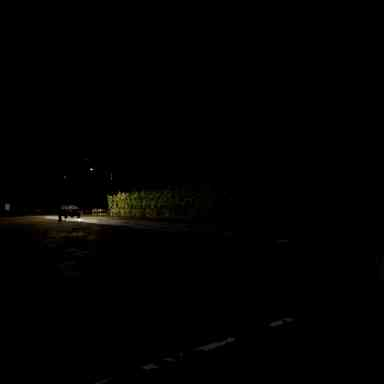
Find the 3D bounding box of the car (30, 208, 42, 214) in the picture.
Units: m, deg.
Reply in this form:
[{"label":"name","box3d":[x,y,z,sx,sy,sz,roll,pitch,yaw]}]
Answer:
[{"label":"car","box3d":[-39.384,4.763,84.034,2.097,1.767,4.553,1,-3,-35]}]

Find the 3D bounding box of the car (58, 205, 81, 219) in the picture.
[{"label":"car","box3d":[-18.548,2.958,50.094,2.150,2.045,5.566,1,-3,-35]}]
